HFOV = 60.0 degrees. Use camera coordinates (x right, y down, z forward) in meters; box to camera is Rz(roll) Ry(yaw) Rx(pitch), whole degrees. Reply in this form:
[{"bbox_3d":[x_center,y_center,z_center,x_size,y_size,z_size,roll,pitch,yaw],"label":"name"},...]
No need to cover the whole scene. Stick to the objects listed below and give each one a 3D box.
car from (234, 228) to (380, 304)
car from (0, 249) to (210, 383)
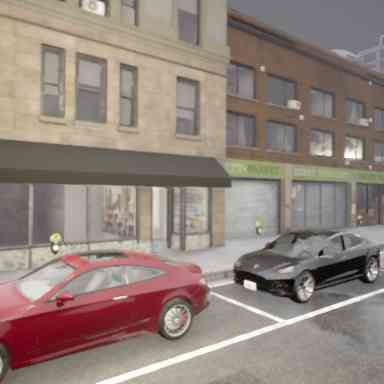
[{"bbox_3d":[3.011,1.623,8.315,4.313,1.339,1.947,1,0,-35],"label":"car"},{"bbox_3d":[-1.625,1.591,5.029,4.206,1.307,1.802,1,0,-35],"label":"car"}]
